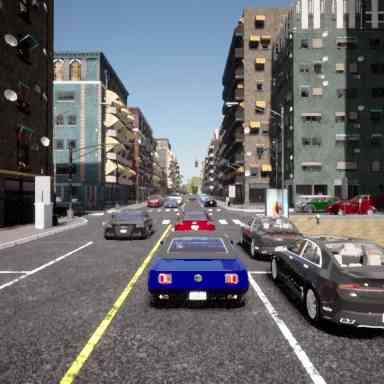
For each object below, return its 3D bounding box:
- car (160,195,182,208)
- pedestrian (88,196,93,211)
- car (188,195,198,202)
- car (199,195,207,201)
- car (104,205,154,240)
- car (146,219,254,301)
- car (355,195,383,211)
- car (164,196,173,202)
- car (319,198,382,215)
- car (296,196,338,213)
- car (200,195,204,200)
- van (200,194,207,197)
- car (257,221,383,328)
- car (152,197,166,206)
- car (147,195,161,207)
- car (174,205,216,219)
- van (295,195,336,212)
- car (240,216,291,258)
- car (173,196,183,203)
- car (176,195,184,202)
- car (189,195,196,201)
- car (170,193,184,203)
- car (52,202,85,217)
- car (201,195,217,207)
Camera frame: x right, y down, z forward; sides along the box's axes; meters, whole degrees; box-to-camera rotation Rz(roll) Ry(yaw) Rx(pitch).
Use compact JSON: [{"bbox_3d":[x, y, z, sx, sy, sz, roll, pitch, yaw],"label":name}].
[{"bbox_3d":[-2.992,1.565,48.647,2.033,1.411,5.357,0,0,1],"label":"car"},{"bbox_3d":[-12.437,1.347,40.663,0.375,1.860,0.375,0,0,1],"label":"pedestrian"},{"bbox_3d":[0.169,1.554,73.937,2.128,1.511,4.902,0,0,0],"label":"car"},{"bbox_3d":[2.904,1.581,89.661,1.887,1.381,4.507,1,0,0],"label":"car"},{"bbox_3d":[-3.080,1.570,16.930,1.994,1.385,4.181,0,0,0],"label":"car"},{"bbox_3d":[0.118,1.603,8.286,1.895,1.301,4.718,0,0,0],"label":"car"},{"bbox_3d":[19.375,1.228,37.406,5.009,1.841,2.192,0,0,1],"label":"car"},{"bbox_3d":[-5.501,1.597,78.578,1.947,1.339,4.313,1,0,0],"label":"car"},{"bbox_3d":[13.769,1.413,29.077,4.206,1.307,1.802,0,0,1],"label":"car"},{"bbox_3d":[13.413,1.272,34.879,4.553,1.767,2.097,0,-1,1],"label":"car"},{"bbox_3d":[2.828,1.603,56.234,1.802,1.307,4.206,1,0,0],"label":"car"},{"bbox_3d":[2.882,1.373,78.520,1.690,1.788,3.998,1,0,0],"label":"van"},{"bbox_3d":[2.846,1.553,6.901,2.008,1.369,4.403,1,0,0],"label":"car"},{"bbox_3d":[-5.552,1.566,56.294,1.887,1.381,4.507,1,0,0],"label":"car"},{"bbox_3d":[-5.561,1.334,50.723,2.192,1.841,5.009,1,0,0],"label":"car"},{"bbox_3d":[0.133,1.570,17.149,1.994,1.385,4.181,0,0,0],"label":"car"},{"bbox_3d":[13.848,1.296,37.458,3.998,1.788,1.690,0,0,1],"label":"van"},{"bbox_3d":[2.858,1.555,12.470,2.008,1.369,4.403,1,0,0],"label":"car"},{"bbox_3d":[-2.853,1.591,68.590,1.994,1.385,4.181,0,0,0],"label":"car"},{"bbox_3d":[-2.821,1.532,78.999,1.837,1.490,4.892,0,0,0],"label":"car"},{"bbox_3d":[0.204,1.561,90.095,1.812,1.442,4.674,0,0,0],"label":"car"},{"bbox_3d":[-2.945,1.244,58.648,2.150,2.045,5.566,0,0,1],"label":"car"},{"bbox_3d":[-13.083,1.625,31.697,5.357,1.411,2.033,-1,-1,5],"label":"car"},{"bbox_3d":[2.815,1.585,50.664,1.947,1.339,4.313,1,0,0],"label":"car"}]
